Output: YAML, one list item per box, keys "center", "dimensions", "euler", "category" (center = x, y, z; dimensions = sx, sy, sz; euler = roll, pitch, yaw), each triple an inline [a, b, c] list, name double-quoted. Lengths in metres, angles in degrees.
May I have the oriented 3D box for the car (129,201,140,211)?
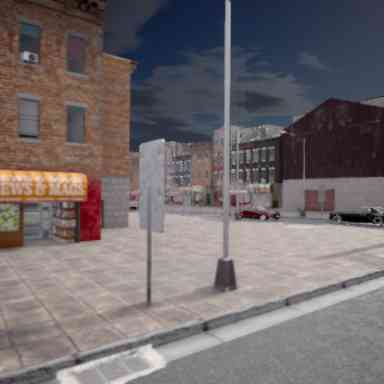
- center: [-7.374, 1.919, 46.514]
  dimensions: [1.967, 1.590, 4.097]
  euler: [-1, 0, -36]
  category: "car"

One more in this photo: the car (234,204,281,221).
- center: [5.569, 1.733, 28.550]
  dimensions: [1.887, 1.381, 4.507]
  euler: [-1, 0, -36]
  category: "car"

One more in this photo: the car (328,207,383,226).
- center: [12.414, 1.714, 24.038]
  dimensions: [1.895, 1.301, 4.718]
  euler: [1, -1, -37]
  category: "car"
